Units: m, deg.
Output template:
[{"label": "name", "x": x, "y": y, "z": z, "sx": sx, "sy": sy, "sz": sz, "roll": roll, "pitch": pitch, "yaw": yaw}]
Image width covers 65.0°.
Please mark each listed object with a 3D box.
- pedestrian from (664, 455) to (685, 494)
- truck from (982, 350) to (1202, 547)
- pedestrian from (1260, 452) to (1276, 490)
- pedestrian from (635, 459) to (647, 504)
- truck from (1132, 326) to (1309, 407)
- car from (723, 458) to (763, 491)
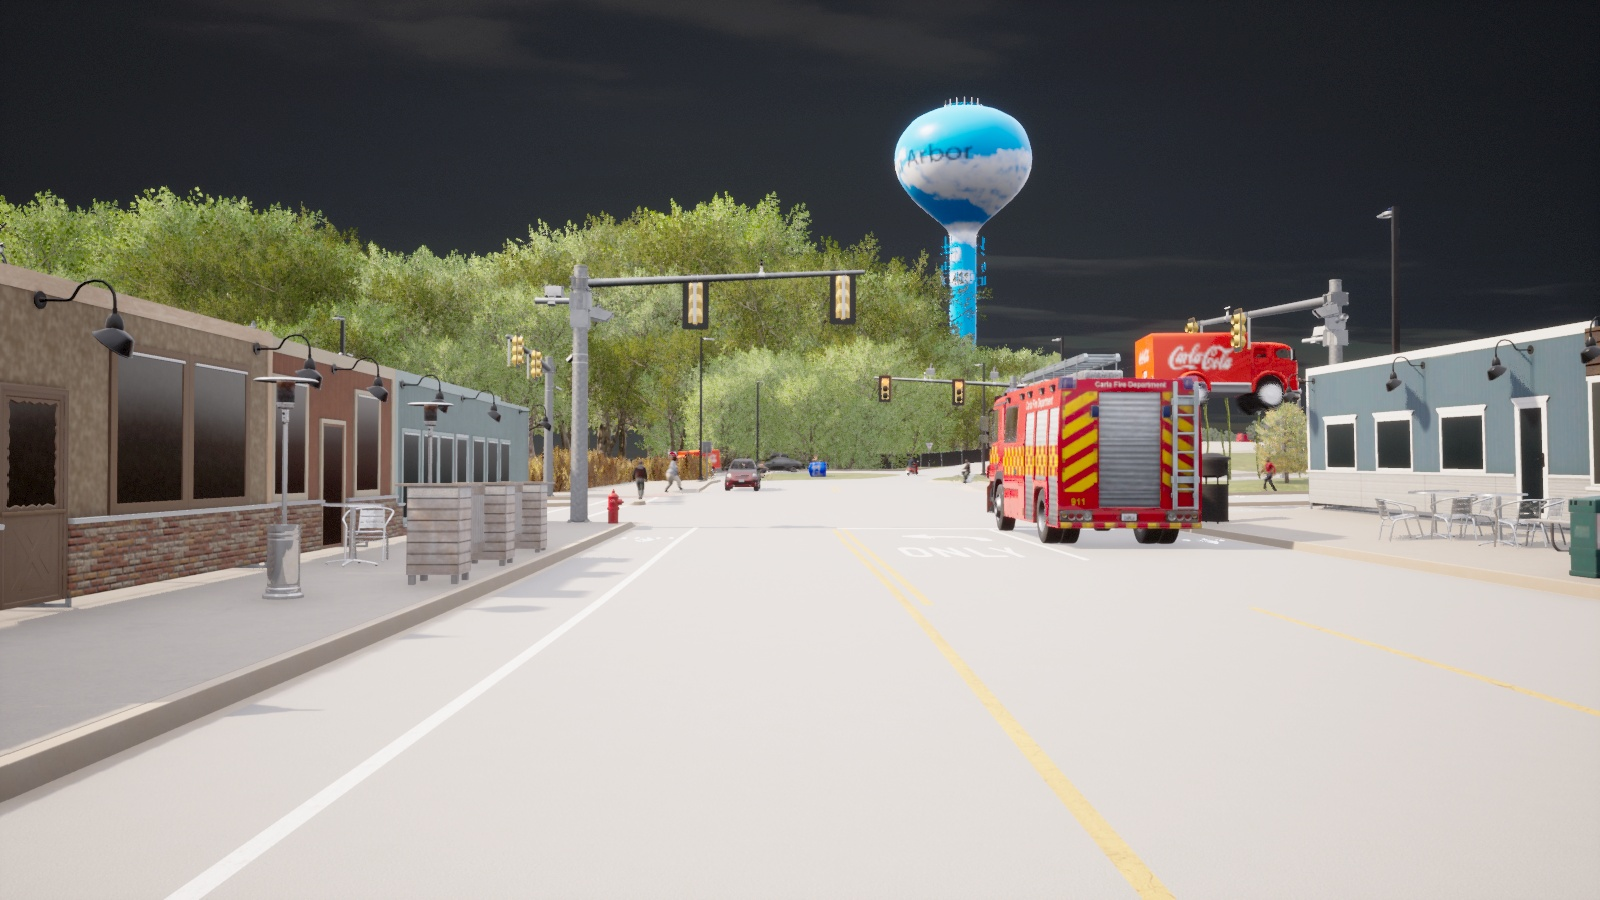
[{"label": "pedestrian", "x": -6.144, "y": 1.204, "z": 61.472, "sx": 0.900, "sy": 1.855, "sz": 0.874, "roll": 0, "pitch": -1, "yaw": 2}, {"label": "truck", "x": 6.313, "y": 0.008, "z": 28.718, "sx": 2.891, "sy": 3.827, "sz": 8.468, "roll": 0, "pitch": -1, "yaw": -1}, {"label": "pedestrian", "x": 22.826, "y": 1.027, "z": 61.301, "sx": 0.636, "sy": 1.846, "sz": 0.331, "roll": 0, "pitch": -1, "yaw": -8}, {"label": "pedestrian", "x": -6.640, "y": 1.316, "z": 52.496, "sx": 0.376, "sy": 1.854, "sz": 0.720, "roll": 0, "pitch": -1, "yaw": 1}, {"label": "truck", "x": 14.462, "y": -2.840, "z": 43.500, "sx": 5.204, "sy": 2.467, "sz": 2.627, "roll": 0, "pitch": -3, "yaw": 0}, {"label": "car", "x": -2.920, "y": 1.248, "z": 64.968, "sx": 1.851, "sy": 1.617, "sz": 3.988, "roll": 0, "pitch": 1, "yaw": 0}]
